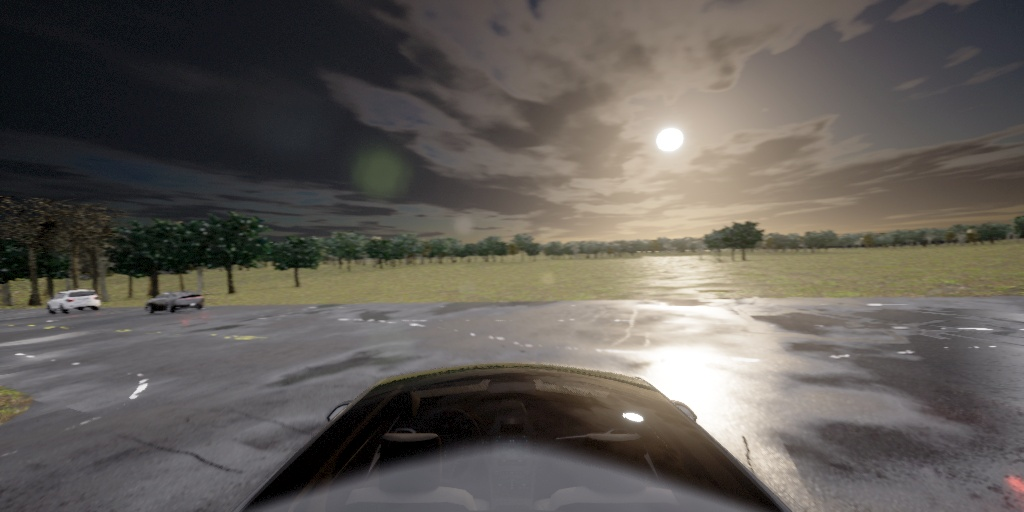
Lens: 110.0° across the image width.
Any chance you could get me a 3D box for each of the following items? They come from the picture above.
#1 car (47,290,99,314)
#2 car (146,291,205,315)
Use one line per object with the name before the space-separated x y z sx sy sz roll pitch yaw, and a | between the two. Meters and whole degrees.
car | -41.442 4.308 33.859 5.566 2.045 2.150 -4 0 25
car | -24.027 3.272 25.550 4.902 1.511 2.128 -4 0 25
